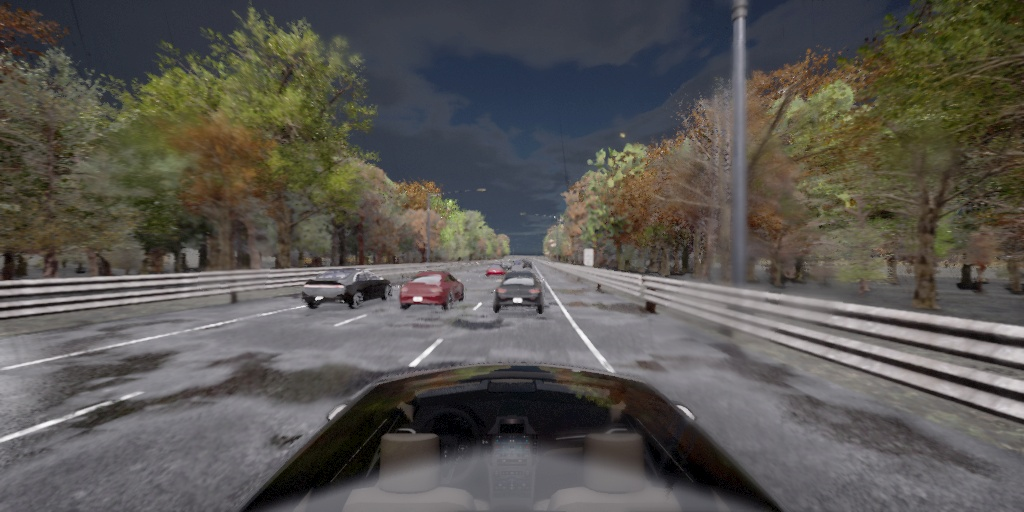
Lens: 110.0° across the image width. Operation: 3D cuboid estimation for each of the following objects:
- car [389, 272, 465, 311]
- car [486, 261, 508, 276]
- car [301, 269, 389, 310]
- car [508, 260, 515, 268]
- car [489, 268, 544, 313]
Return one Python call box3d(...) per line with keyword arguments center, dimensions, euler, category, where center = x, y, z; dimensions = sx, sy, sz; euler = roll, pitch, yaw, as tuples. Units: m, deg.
box3d(center=(-3.189, 1.364, 14.885), dimensions=(1.812, 1.442, 4.674), euler=(0, 0, 3), category="car")
box3d(center=(-1.856, 1.627, 41.893), dimensions=(1.994, 1.385, 4.181), euler=(0, 0, 3), category="car")
box3d(center=(-6.681, 1.305, 15.063), dimensions=(2.128, 1.511, 4.902), euler=(0, 0, 3), category="car")
box3d(center=(-0.970, 1.804, 59.905), dimensions=(1.895, 1.301, 4.718), euler=(0, 0, 3), category="car")
box3d(center=(0.311, 1.389, 14.712), dimensions=(1.812, 1.442, 4.674), euler=(0, 0, 3), category="car")
